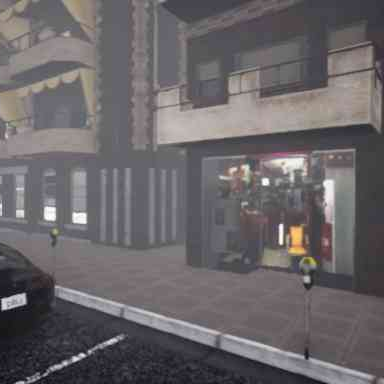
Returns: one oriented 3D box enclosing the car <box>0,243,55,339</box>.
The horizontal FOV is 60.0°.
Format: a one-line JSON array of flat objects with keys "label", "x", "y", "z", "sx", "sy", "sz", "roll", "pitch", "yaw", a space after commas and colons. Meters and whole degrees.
[{"label": "car", "x": -4.157, "y": 1.557, "z": 5.838, "sx": 4.313, "sy": 1.339, "sz": 1.947, "roll": 0, "pitch": 0, "yaw": 36}]
